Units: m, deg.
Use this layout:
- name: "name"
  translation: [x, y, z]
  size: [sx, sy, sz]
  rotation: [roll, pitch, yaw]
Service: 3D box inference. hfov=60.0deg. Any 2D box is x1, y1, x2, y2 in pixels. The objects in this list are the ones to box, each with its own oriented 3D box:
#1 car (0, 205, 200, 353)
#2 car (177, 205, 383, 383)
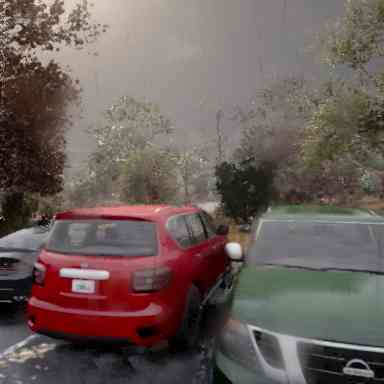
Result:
- name: "car"
  translation: [-0.611, 1.267, 6.574]
  size: [2.435, 2.045, 5.566]
  rotation: [0, -1, 15]
- name: "car"
  translation: [1.812, 1.248, 4.801]
  size: [2.435, 2.045, 5.566]
  rotation: [0, -1, 15]
